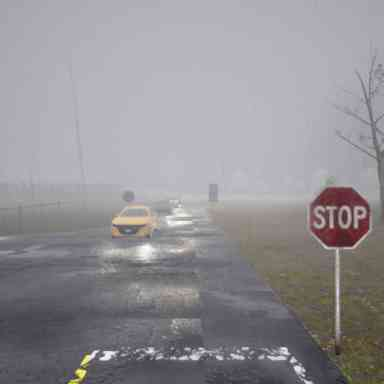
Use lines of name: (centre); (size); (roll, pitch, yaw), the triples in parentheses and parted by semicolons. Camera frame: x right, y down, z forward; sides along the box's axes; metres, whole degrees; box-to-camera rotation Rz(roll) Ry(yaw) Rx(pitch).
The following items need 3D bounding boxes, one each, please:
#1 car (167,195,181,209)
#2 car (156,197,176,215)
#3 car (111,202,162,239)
car: (-2.961, 1.375, 46.645); (2.097, 1.767, 4.553); (0, 0, 0)
car: (-2.938, 1.526, 33.904); (1.837, 1.490, 4.892); (0, -1, 0)
car: (-2.896, 1.490, 17.574); (1.882, 1.535, 5.008); (0, 0, 0)
